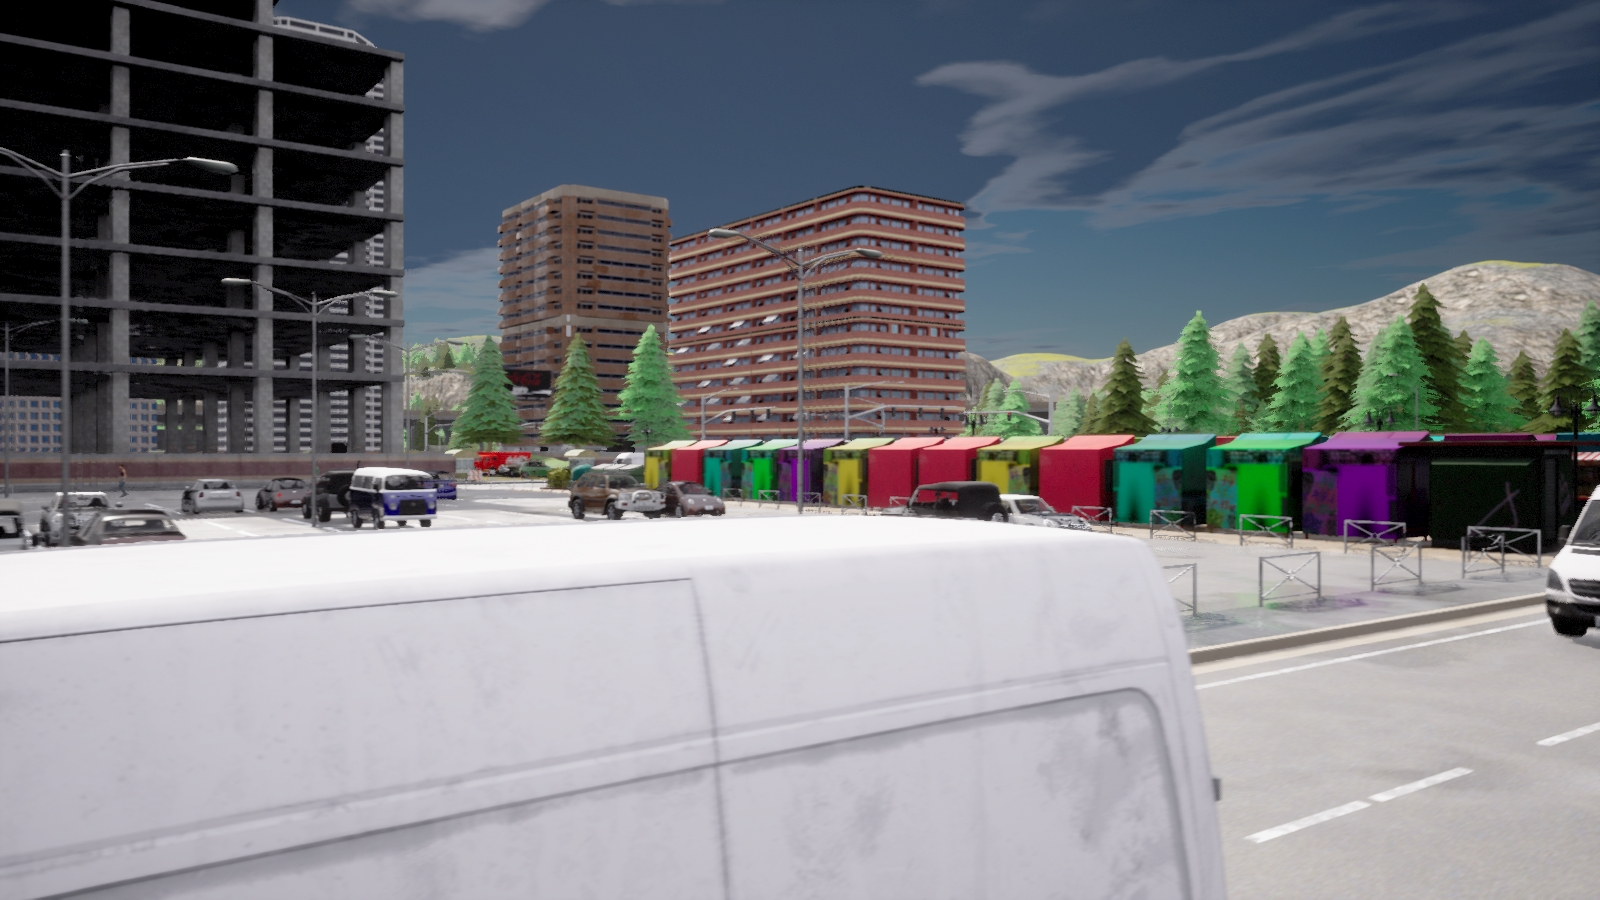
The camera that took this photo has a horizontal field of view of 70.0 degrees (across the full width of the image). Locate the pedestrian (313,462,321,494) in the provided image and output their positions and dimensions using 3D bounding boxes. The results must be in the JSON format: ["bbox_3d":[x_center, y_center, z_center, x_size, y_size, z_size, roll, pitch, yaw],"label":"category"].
[{"bbox_3d":[-28.555,1.646,67.541,0.375,1.860,0.375,0,0,-39],"label":"pedestrian"}]

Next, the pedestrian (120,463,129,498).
[{"bbox_3d":[-36.614,1.647,61.939,0.375,1.860,0.375,0,0,-40],"label":"pedestrian"}]

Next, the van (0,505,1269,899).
[{"bbox_3d":[-1.495,1.535,2.747,5.915,2.561,1.988,0,0,-35],"label":"van"}]

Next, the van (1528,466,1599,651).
[{"bbox_3d":[13.666,1.537,17.636,5.915,2.561,1.988,0,0,-35],"label":"van"}]
